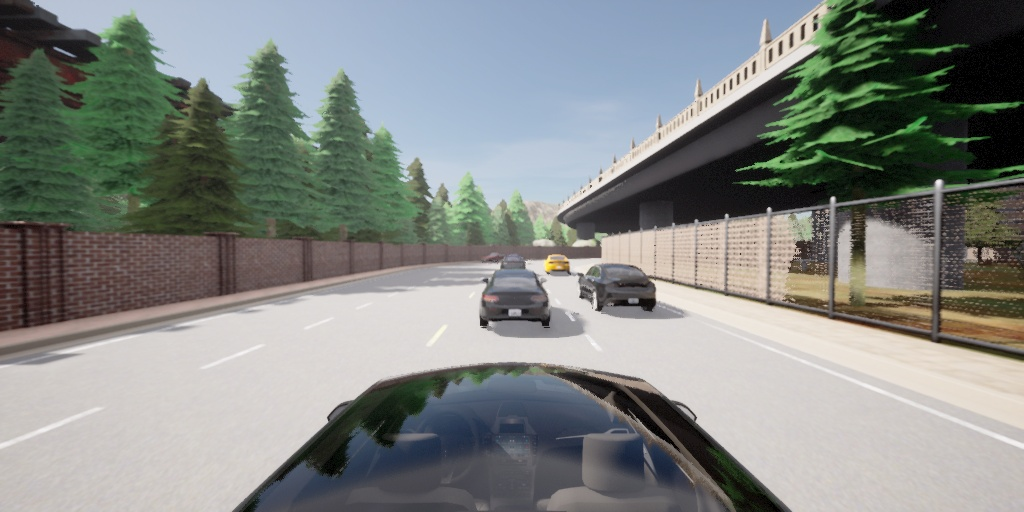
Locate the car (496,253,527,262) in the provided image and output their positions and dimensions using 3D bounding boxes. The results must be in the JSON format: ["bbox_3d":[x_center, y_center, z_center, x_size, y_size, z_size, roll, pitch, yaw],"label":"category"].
[{"bbox_3d":[0.107,0.696,28.078,2.128,1.511,4.902,0,1,1],"label":"car"}]

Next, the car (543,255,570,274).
[{"bbox_3d":[3.666,0.649,29.658,1.882,1.535,5.008,0,1,2],"label":"car"}]

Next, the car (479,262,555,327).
[{"bbox_3d":[0.078,1.092,10.578,1.812,1.442,4.674,0,1,0],"label":"car"}]

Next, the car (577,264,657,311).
[{"bbox_3d":[3.587,1.021,12.982,1.837,1.490,4.892,0,1,0],"label":"car"}]

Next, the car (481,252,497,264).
[{"bbox_3d":[-2.357,0.250,48.943,1.882,1.535,5.008,0,1,29],"label":"car"}]
